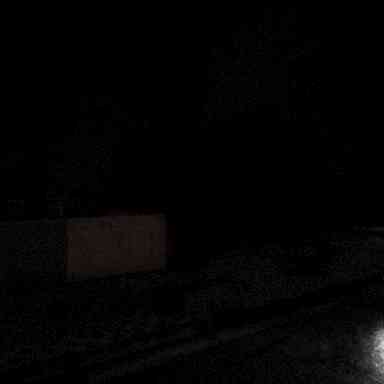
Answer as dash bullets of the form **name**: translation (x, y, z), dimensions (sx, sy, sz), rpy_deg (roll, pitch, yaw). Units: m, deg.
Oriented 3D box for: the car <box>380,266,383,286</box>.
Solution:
- **car**: translation (6.028, 1.595, 6.951), dimensions (4.718, 1.301, 1.895), rpy_deg (0, 0, -32)
